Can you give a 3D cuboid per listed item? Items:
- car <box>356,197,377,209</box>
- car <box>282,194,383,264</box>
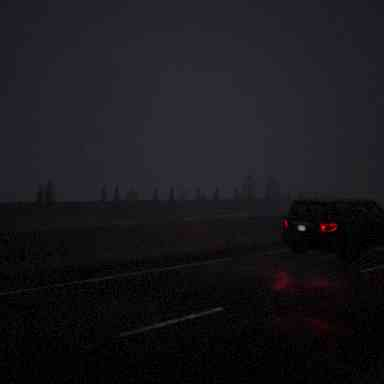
[{"bbox_3d":[24.911,1.579,47.428,1.837,1.490,4.892,0,1,39],"label":"car"},{"bbox_3d":[5.720,1.242,12.209,5.566,2.045,2.150,0,0,-35],"label":"car"}]
